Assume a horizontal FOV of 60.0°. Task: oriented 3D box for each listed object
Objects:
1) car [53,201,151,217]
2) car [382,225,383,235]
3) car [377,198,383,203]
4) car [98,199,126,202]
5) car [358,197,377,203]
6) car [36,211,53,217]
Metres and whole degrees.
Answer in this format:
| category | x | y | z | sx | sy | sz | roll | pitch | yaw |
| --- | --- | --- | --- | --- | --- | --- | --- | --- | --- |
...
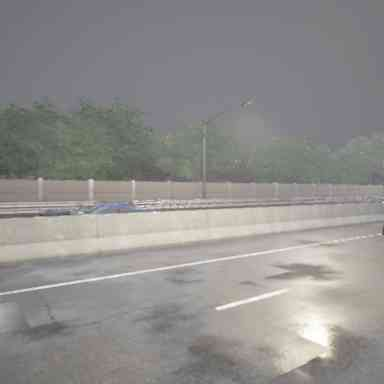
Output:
| category | x | y | z | sx | sy | sz | roll | pitch | yaw |
| --- | --- | --- | --- | --- | --- | --- | --- | --- | --- |
| car | -4.520 | 1.462 | 17.965 | 5.008 | 1.535 | 1.882 | 0 | 0 | -35 |
| car | 10.883 | 1.514 | 15.806 | 4.181 | 1.385 | 1.994 | 0 | 0 | -35 |
| car | 27.742 | 1.331 | 45.239 | 5.008 | 1.535 | 1.882 | 0 | 0 | -35 |
| car | -5.611 | 1.333 | 21.485 | 4.553 | 1.767 | 2.097 | 0 | 0 | -35 |
| car | 25.842 | 1.416 | 48.175 | 4.181 | 1.385 | 1.994 | 0 | 0 | -35 |
| car | -8.493 | 1.585 | 23.729 | 4.718 | 1.301 | 1.895 | 0 | 0 | -36 |
